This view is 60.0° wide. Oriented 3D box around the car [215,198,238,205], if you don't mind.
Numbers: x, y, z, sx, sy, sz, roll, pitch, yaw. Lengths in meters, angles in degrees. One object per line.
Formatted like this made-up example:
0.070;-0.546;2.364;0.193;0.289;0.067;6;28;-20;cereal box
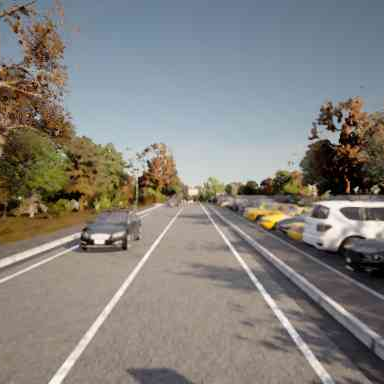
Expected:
7.330;1.937;70.243;4.674;1.452;2.002;0;0;0;car

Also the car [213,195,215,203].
7.299;1.876;67.467;5.008;1.535;2.097;0;0;0;car

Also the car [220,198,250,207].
7.207;1.792;56.363;4.892;1.521;2.231;0;0;0;car

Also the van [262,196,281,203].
20.660;1.948;86.599;4.442;1.987;1.878;0;-1;0;van

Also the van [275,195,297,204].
20.545;1.683;72.768;4.442;1.987;1.878;0;0;0;van

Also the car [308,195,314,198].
20.195;1.467;47.838;5.566;2.045;2.435;0;0;0;car

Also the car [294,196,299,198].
20.295;1.823;56.271;4.674;1.452;2.002;0;0;0;car

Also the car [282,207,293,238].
7.055;1.604;14.732;5.366;1.575;1.946;0;0;0;car

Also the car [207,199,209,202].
7.517;2.318;92.428;5.008;1.535;2.097;0;-1;0;car

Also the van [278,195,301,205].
20.524;1.662;70.123;4.442;1.987;1.878;0;0;0;van

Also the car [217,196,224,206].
6.982;1.746;50.813;5.366;1.575;1.946;0;0;0;car

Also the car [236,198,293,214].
7.001;1.610;31.378;4.892;1.521;2.231;0;0;0;car

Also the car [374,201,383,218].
20.115;1.630;31.219;4.792;1.488;2.163;0;0;0;car

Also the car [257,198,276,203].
20.584;2.305;92.133;5.008;1.535;2.097;0;-1;0;car

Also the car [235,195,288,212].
7.061;1.499;34.158;4.553;1.767;2.185;0;0;0;car

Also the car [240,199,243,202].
7.169;1.597;28.609;5.366;1.575;1.946;0;0;0;car

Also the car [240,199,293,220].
6.776;1.595;25.960;5.366;1.575;1.946;0;0;0;car

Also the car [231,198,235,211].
7.082;1.673;36.930;4.792;1.488;2.163;0;0;0;car

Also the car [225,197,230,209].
7.069;1.715;42.483;4.792;1.488;2.163;0;0;0;car

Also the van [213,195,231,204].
7.303;1.830;81.333;4.442;1.987;1.878;0;-1;0;van

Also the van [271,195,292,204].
20.336;1.705;75.673;4.442;1.987;1.878;0;-1;0;van

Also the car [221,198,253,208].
7.197;1.771;53.587;4.892;1.521;2.231;0;0;0;car

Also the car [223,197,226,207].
7.092;1.736;45.259;4.792;1.488;2.163;0;0;0;car

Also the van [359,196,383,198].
20.000;1.390;33.973;4.442;1.987;1.878;0;0;0;van

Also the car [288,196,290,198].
20.335;1.864;61.686;4.674;1.452;2.002;0;0;0;car

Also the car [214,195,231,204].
7.051;1.809;59.141;5.366;1.575;1.946;0;0;0;car

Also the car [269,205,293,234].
6.898;1.605;17.509;4.892;1.521;2.231;0;0;0;car

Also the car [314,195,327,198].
20.172;1.446;45.068;5.566;2.045;2.435;0;0;0;car

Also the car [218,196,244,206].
7.228;1.708;61.916;4.553;1.767;2.185;0;0;0;car

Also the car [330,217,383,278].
6.829;1.613;9.181;5.008;1.535;2.097;0;0;0;car

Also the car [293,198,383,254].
6.874;1.359;11.956;5.566;2.045;2.435;0;0;0;car

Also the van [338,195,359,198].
20.270;1.429;39.527;4.442;1.987;1.878;0;0;0;van

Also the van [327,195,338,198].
20.060;1.450;42.299;4.442;1.987;1.878;0;0;0;van

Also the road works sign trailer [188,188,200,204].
0.295;0.987;76.195;2.380;3.560;2.880;0;-1;-1;road works sign trailer

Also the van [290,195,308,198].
20.432;1.578;59.043;4.442;1.987;1.878;0;0;0;van

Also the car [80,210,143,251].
-3.341;1.546;14.480;2.128;1.511;4.902;0;0;0;car

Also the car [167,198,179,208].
-3.140;1.811;55.347;1.812;1.442;4.674;0;0;1;car

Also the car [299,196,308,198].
20.263;1.760;53.377;5.008;1.535;2.097;0;0;0;car

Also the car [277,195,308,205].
20.356;1.616;67.354;5.566;2.045;2.435;0;0;0;car

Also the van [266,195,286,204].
20.380;1.817;81.063;4.442;1.987;1.878;0;-1;0;van

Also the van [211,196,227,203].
7.651;2.158;95.208;4.442;1.987;1.878;0;-1;0;van

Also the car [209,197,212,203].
7.402;1.688;75.797;5.566;2.045;2.435;0;0;0;car

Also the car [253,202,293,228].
6.730;1.598;20.287;5.366;1.575;1.946;0;0;0;car

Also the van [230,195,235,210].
7.192;1.438;39.708;4.442;1.987;1.878;0;0;0;van

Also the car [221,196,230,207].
7.115;1.757;48.035;4.792;1.488;2.163;0;0;0;car
